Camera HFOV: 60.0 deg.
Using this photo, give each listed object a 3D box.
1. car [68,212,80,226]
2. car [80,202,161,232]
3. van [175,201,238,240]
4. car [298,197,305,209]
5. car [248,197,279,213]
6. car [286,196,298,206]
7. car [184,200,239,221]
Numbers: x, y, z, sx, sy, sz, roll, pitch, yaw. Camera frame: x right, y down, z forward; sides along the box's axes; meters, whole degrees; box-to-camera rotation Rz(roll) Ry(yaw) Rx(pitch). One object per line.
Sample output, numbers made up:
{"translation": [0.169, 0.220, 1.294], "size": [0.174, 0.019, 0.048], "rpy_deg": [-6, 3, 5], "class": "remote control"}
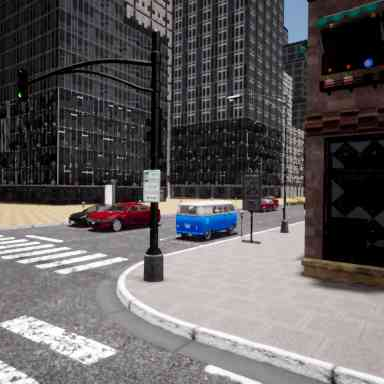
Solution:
{"translation": [-5.961, 1.467, 21.892], "size": [1.947, 1.339, 4.313], "rpy_deg": [1, 1, 36], "class": "car"}
{"translation": [-3.975, 1.418, 20.209], "size": [1.882, 1.535, 5.008], "rpy_deg": [1, 1, 34], "class": "car"}
{"translation": [0.862, 1.368, 17.019], "size": [1.690, 1.788, 3.998], "rpy_deg": [1, 1, 36], "class": "van"}
{"translation": [15.654, 1.430, 42.299], "size": [2.128, 1.511, 4.902], "rpy_deg": [1, 1, 36], "class": "car"}
{"translation": [7.777, 1.506, 36.660], "size": [1.895, 1.301, 4.718], "rpy_deg": [1, 1, 36], "class": "car"}
{"translation": [16.446, 1.365, 53.271], "size": [1.752, 1.417, 4.829], "rpy_deg": [1, 1, 36], "class": "car"}
{"translation": [1.779, 1.470, 28.268], "size": [2.033, 1.411, 5.357], "rpy_deg": [1, 1, 36], "class": "car"}
